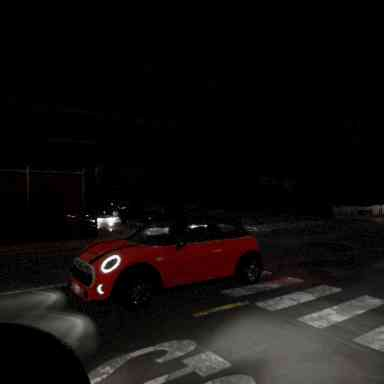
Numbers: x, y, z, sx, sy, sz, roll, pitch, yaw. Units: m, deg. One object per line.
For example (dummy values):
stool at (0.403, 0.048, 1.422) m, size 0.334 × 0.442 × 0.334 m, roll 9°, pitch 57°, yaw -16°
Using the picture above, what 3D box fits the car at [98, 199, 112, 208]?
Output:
car at (-8.953, 1.629, 31.324) m, size 1.994 × 1.385 × 4.181 m, roll 0°, pitch 0°, yaw -35°

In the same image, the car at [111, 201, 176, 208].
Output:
car at (-3.612, 1.613, 23.801) m, size 2.033 × 1.411 × 5.357 m, roll 0°, pitch 0°, yaw -35°

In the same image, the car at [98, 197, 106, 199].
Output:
car at (-11.282, 1.420, 40.604) m, size 2.097 × 1.767 × 4.553 m, roll 0°, pitch 0°, yaw -36°

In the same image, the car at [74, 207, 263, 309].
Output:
car at (-0.456, 1.371, 7.963) m, size 4.553 × 1.767 × 2.097 m, roll 1°, pitch -1°, yaw -35°

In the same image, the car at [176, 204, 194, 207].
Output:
car at (-0.596, 1.633, 25.597) m, size 1.994 × 1.385 × 4.181 m, roll 0°, pitch 0°, yaw -35°

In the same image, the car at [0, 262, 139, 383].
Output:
car at (-2.979, 1.490, 1.622) m, size 4.902 × 1.511 × 2.128 m, roll 0°, pitch 0°, yaw -35°
